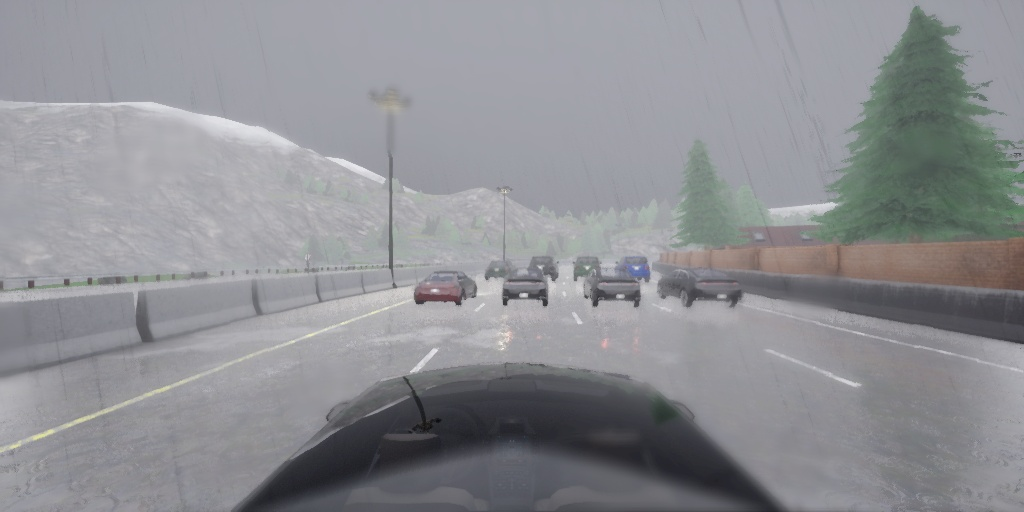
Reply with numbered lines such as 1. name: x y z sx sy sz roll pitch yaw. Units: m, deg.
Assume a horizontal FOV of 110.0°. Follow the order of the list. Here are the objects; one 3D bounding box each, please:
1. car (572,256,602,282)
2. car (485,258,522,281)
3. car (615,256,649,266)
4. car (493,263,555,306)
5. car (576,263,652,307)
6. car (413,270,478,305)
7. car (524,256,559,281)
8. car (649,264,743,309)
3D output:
1. car: 6.092 1.005 29.074 2.150 2.045 5.566 0 0 11
2. car: -0.797 1.113 30.318 2.097 1.767 4.553 0 0 11
3. car: 9.531 1.005 28.423 2.150 2.045 5.566 0 0 11
4. car: 0.663 1.242 15.660 2.128 1.511 4.902 0 0 5
5. car: 4.148 1.242 15.333 2.128 1.511 4.902 0 0 5
6. car: -2.821 1.319 15.987 1.994 1.385 4.181 0 0 5
7. car: 2.653 1.005 29.726 2.150 2.045 5.566 0 0 11
8. car: 7.633 1.242 15.006 2.128 1.511 4.902 0 0 5
